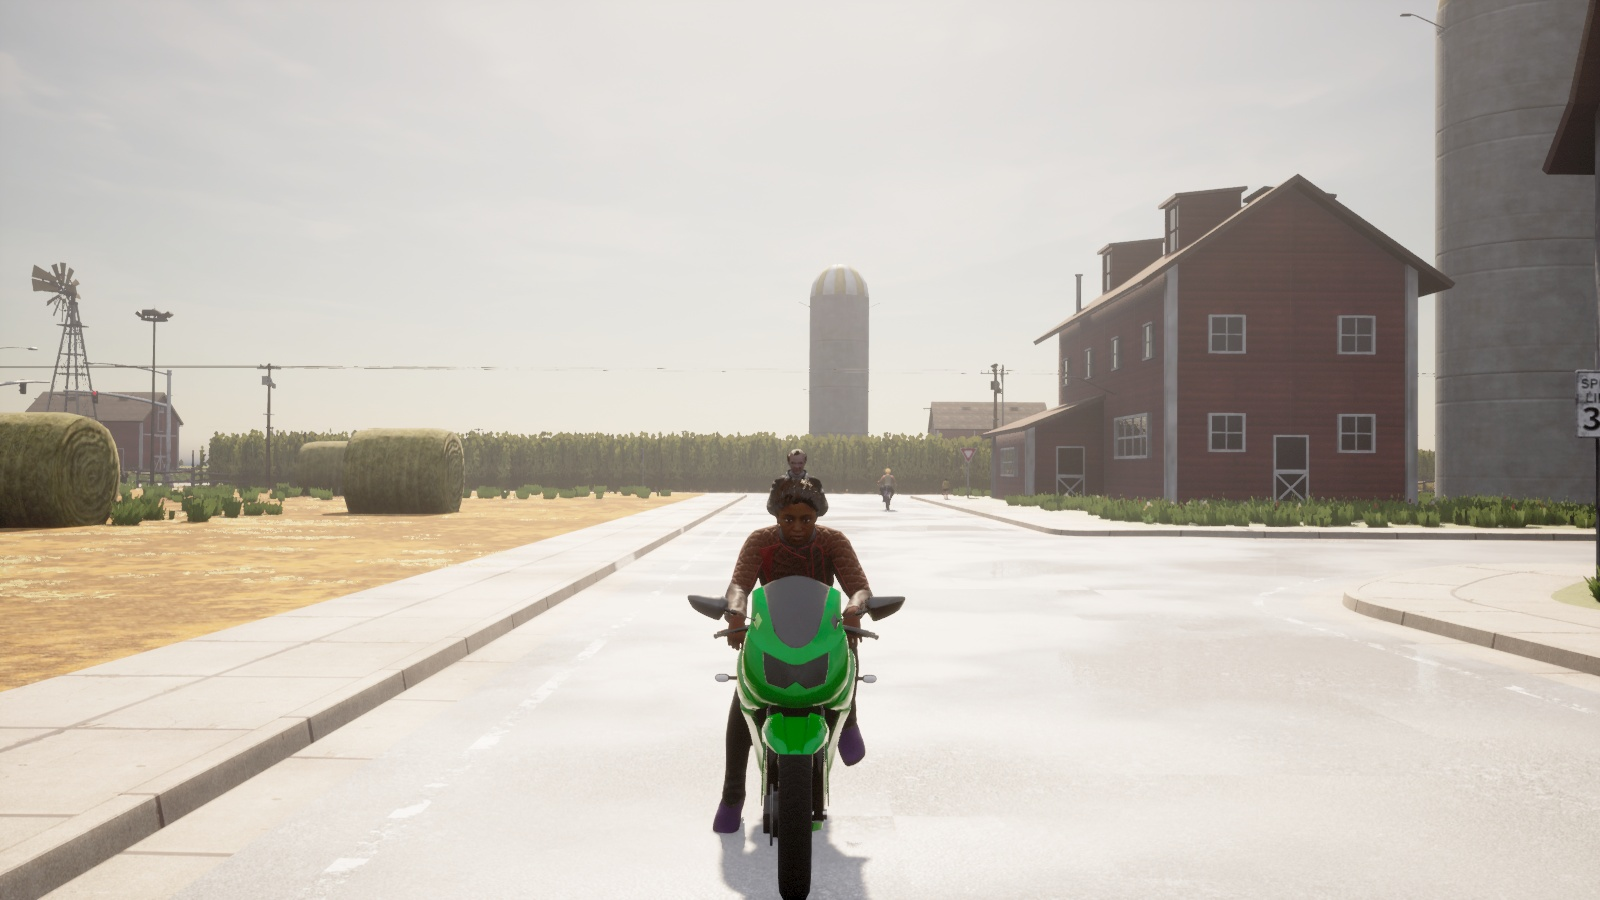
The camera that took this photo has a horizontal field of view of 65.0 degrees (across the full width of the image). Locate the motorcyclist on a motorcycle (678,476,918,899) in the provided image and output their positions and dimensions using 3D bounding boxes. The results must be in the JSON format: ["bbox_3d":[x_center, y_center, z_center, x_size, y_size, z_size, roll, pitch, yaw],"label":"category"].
[{"bbox_3d":[-0.010,0.878,5.209,0.797,1.523,2.044,0,-1,0],"label":"motorcyclist on a motorcycle"}]
